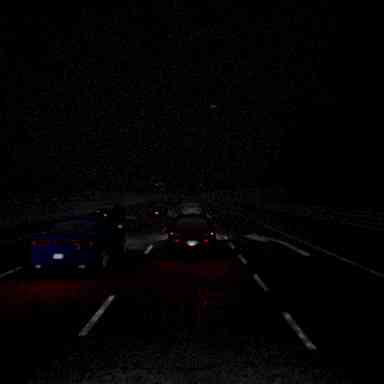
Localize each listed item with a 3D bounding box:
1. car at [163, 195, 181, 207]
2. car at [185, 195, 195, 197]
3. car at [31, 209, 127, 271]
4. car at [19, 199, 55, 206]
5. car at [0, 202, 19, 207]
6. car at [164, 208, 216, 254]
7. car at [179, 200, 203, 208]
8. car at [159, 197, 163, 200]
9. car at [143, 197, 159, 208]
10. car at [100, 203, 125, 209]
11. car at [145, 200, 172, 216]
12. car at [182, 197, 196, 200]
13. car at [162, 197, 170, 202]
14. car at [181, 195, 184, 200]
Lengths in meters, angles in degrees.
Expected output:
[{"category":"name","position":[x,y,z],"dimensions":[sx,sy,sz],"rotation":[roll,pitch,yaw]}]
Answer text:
[{"category":"car","position":[-3.511,1.692,58.782],"dimensions":[2.097,1.767,4.553],"rotation":[0,0,0]},{"category":"car","position":[-0.013,1.925,74.175],"dimensions":[2.128,1.511,4.902],"rotation":[0,0,0]},{"category":"car","position":[-3.502,1.550,11.185],"dimensions":[1.882,1.535,5.008],"rotation":[0,0,0]},{"category":"car","position":[-17.569,1.598,38.682],"dimensions":[2.097,1.767,4.553],"rotation":[0,0,0]},{"category":"car","position":[-21.066,1.811,38.885],"dimensions":[1.994,1.385,4.181],"rotation":[0,0,0]},{"category":"car","position":[-0.003,1.617,13.869],"dimensions":[1.812,1.442,4.674],"rotation":[0,0,0]},{"category":"car","position":[-0.006,1.724,30.061],"dimensions":[1.812,1.442,4.674],"rotation":[0,0,0]},{"category":"car","position":[-7.013,1.925,74.185],"dimensions":[2.128,1.511,4.902],"rotation":[0,0,0]},{"category":"car","position":[-7.010,1.851,55.245],"dimensions":[1.812,1.442,4.674],"rotation":[0,0,0]},{"category":"car","position":[-7.005,1.718,29.160],"dimensions":[1.812,1.442,4.674],"rotation":[0,0,0]},{"category":"car","position":[-3.505,1.830,35.466],"dimensions":[1.895,1.301,4.718],"rotation":[0,0,0]},{"category":"car","position":[-0.008,1.845,48.948],"dimensions":[2.033,1.411,5.357],"rotation":[0,0,0]},{"category":"car","position":[-7.016,2.020,90.271],"dimensions":[1.994,1.385,4.181],"rotation":[0,0,0]},{"category":"car","position":[-3.513,1.625,74.228],"dimensions":[2.150,2.045,5.566],"rotation":[0,0,0]}]
